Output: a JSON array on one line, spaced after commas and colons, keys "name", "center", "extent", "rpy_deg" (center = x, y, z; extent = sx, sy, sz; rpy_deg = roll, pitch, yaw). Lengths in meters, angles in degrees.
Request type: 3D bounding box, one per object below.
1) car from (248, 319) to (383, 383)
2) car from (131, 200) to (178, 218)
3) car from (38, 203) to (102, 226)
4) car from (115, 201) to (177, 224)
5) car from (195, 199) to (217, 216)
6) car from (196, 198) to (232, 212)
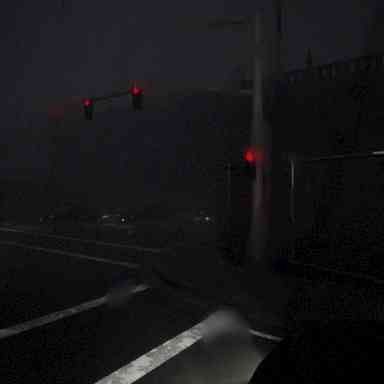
[{"name": "car", "center": [2.971, 1.547, 1.848], "extent": [5.357, 1.411, 2.033], "rpy_deg": [0, 0, 36]}, {"name": "car", "center": [-3.478, 1.581, 31.711], "extent": [1.812, 1.442, 4.674], "rpy_deg": [0, 0, 36]}, {"name": "car", "center": [-8.769, 1.581, 24.312], "extent": [1.812, 1.442, 4.674], "rpy_deg": [0, 0, 37]}, {"name": "car", "center": [-3.366, 1.603, 25.837], "extent": [2.033, 1.411, 5.357], "rpy_deg": [0, 0, 35]}, {"name": "car", "center": [2.471, 1.603, 34.047], "extent": [2.033, 1.411, 5.357], "rpy_deg": [0, 0, 35]}, {"name": "car", "center": [2.746, 1.547, 40.468], "extent": [2.128, 1.511, 4.902], "rpy_deg": [0, 0, 35]}]
